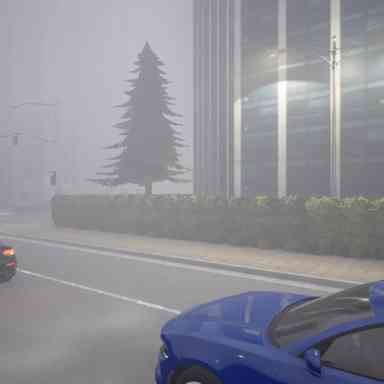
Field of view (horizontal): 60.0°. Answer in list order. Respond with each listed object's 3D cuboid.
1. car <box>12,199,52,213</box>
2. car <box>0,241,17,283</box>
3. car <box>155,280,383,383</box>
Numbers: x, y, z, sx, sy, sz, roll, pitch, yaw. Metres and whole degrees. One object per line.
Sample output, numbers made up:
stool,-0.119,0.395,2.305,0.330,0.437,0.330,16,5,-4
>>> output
car,-17.212,1.547,37.467,2.033,1.411,5.357,0,0,36
car,-6.203,1.526,8.376,4.674,1.442,1.812,0,0,36
car,1.923,1.478,2.622,5.008,1.535,1.882,0,0,36
